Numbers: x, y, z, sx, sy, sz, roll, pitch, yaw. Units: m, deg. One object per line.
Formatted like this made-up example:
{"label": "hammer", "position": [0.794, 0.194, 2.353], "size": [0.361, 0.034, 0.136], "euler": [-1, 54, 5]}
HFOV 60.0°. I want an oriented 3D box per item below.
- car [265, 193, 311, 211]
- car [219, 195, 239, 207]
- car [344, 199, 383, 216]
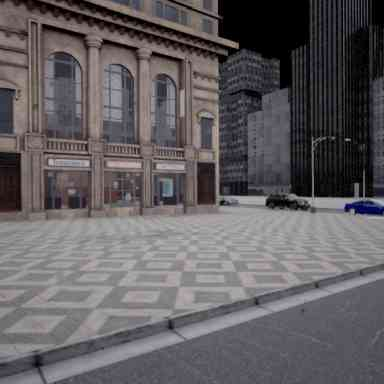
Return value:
{"label": "car", "position": [11.111, 1.141, 38.976], "size": [2.150, 2.045, 5.566], "euler": [-1, 0, -34]}
{"label": "car", "position": [4.819, 1.239, 48.310], "size": [2.097, 1.767, 4.553], "euler": [-1, 1, -34]}
{"label": "car", "position": [16.698, 1.425, 30.714], "size": [1.882, 1.535, 5.008], "euler": [-1, 1, -35]}
